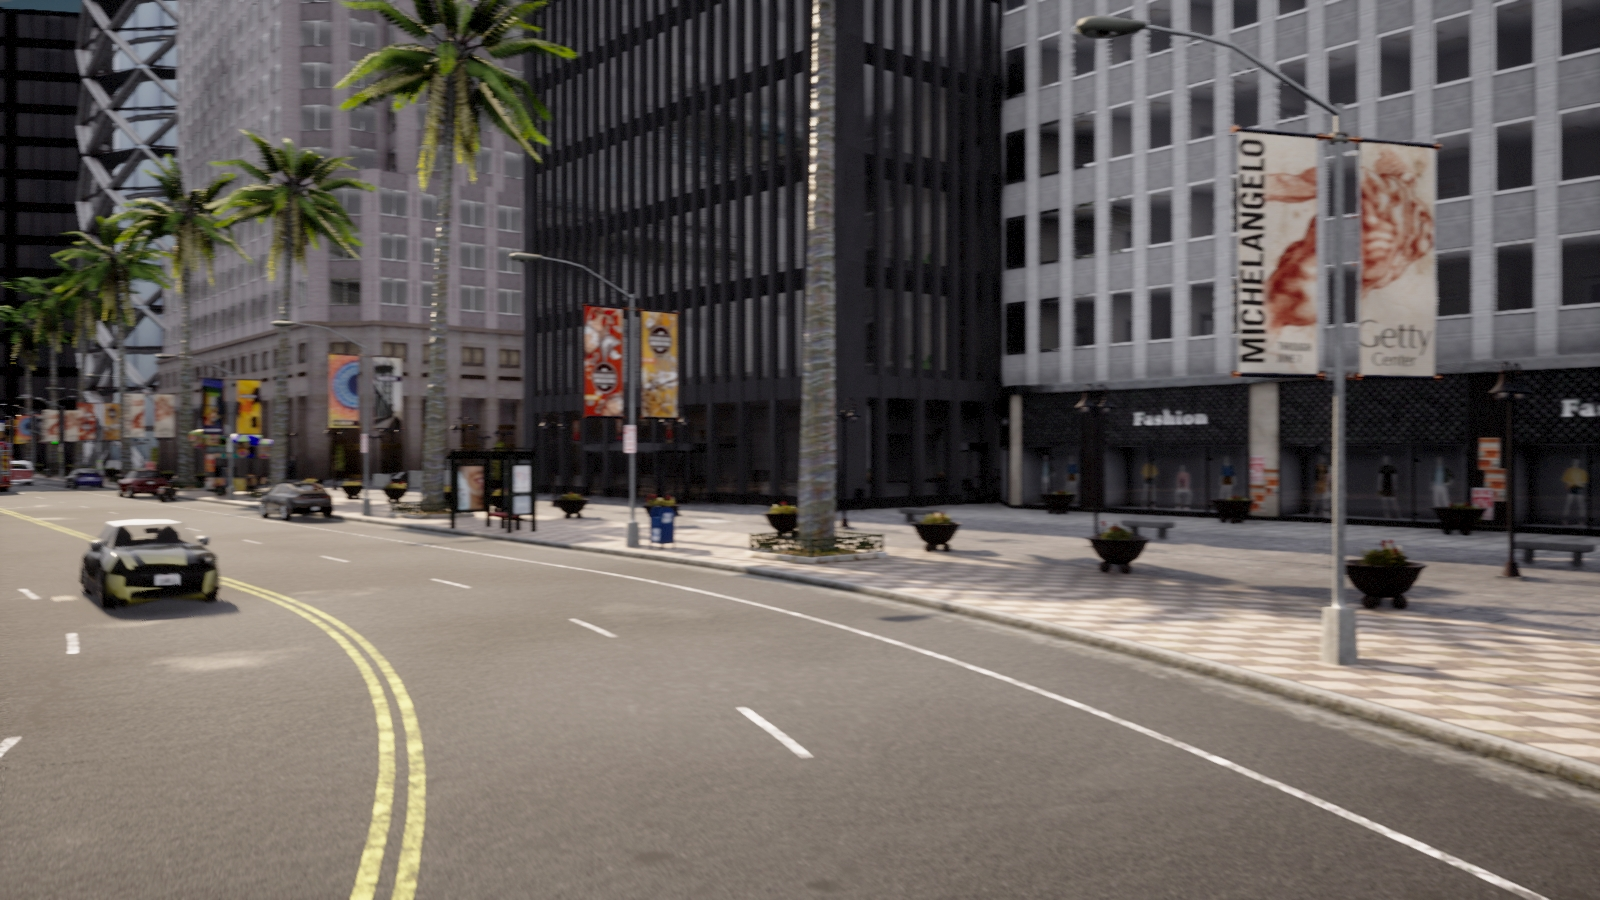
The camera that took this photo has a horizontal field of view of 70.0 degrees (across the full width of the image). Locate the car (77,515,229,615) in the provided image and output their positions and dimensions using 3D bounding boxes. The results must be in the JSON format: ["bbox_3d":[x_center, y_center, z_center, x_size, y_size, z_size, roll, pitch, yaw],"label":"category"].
[{"bbox_3d":[-12.289,2.083,21.591,1.970,1.475,3.806,0,0,-38],"label":"car"}]
